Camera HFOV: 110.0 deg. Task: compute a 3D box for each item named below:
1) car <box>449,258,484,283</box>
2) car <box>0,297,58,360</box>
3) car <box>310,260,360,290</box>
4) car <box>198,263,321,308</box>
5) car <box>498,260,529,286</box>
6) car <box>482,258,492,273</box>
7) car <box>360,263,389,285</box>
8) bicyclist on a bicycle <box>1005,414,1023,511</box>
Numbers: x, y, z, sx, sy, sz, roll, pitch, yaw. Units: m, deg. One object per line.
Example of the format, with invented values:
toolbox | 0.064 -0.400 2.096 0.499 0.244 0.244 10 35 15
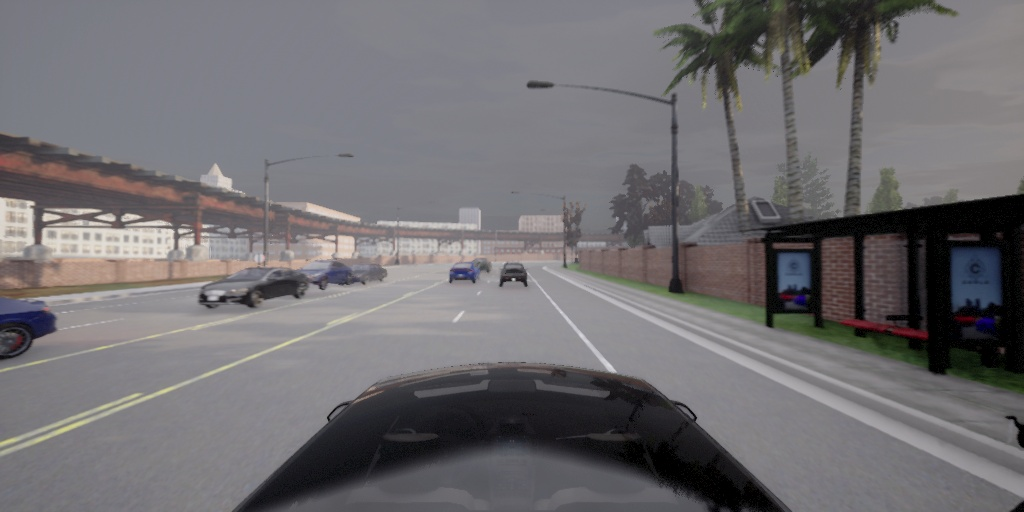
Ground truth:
car | -3.490 1.163 26.983 1.882 1.535 5.008 0 0 0
car | -10.601 1.277 5.676 1.812 1.442 4.674 0 0 0
car | -10.498 0.962 19.967 1.812 1.442 4.674 0 0 0
car | -10.591 1.230 15.166 2.128 1.511 4.902 0 0 0
car | 0.103 1.205 24.912 1.837 1.490 4.892 0 0 0
car | -3.447 0.955 41.246 2.097 1.767 4.553 0 0 1
car | -10.546 1.235 25.639 2.033 1.411 5.357 0 0 1
bicyclist on a bicycle | 3.461 1.175 1.962 1.656 1.620 0.582 0 0 0
